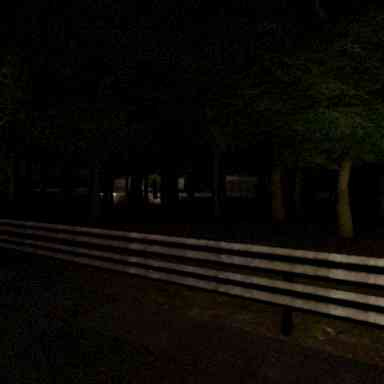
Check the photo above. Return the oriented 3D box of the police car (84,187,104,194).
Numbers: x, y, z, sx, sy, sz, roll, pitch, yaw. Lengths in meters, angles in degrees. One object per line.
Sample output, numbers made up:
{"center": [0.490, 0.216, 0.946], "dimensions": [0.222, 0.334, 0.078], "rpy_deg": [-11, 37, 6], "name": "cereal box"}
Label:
{"center": [-21.475, -0.423, 74.245], "dimensions": [5.238, 1.638, 1.930], "rpy_deg": [1, 1, 9], "name": "police car"}
